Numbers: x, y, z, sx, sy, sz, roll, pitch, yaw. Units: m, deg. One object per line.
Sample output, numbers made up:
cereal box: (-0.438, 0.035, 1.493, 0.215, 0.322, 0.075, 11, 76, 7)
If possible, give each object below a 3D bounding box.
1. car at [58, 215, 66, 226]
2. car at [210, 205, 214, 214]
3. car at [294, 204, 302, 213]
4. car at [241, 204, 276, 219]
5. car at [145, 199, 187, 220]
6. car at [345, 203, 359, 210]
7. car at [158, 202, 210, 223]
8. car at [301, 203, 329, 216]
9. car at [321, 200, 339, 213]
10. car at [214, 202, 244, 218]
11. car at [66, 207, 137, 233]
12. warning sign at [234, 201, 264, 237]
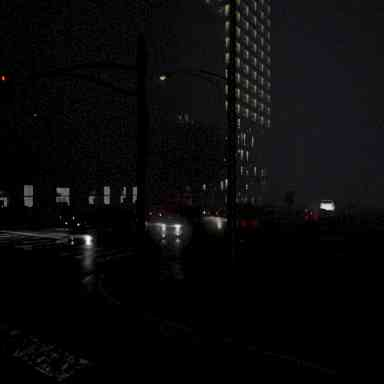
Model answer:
car: (-7.652, 1.921, 25.239, 1.895, 1.301, 4.718, 0, -1, 33)
car: (3.169, 2.278, 42.004, 1.895, 1.301, 4.718, 0, -1, 33)
car: (17.397, 2.515, 51.761, 2.033, 1.411, 5.357, 0, -1, 33)
car: (7.433, 2.241, 36.270, 1.895, 1.301, 4.718, 0, -1, 33)
car: (-2.357, 1.717, 33.451, 2.150, 2.045, 5.566, 0, -1, 33)
car: (31.513, 2.837, 65.705, 1.812, 1.442, 4.674, 0, -1, 33)
car: (-0.580, 1.972, 30.210, 1.837, 1.490, 4.892, 0, -1, 33)
car: (16.535, 2.456, 44.487, 1.895, 1.301, 4.718, 0, -1, 33)
car: (21.950, 2.254, 52.973, 2.150, 2.045, 5.566, 0, -1, 33)
car: (4.824, 1.998, 38.579, 2.097, 1.767, 4.553, 0, -1, 33)
car: (-5.635, 1.805, 22.374, 1.837, 1.490, 4.892, 0, -1, 33)
warning sign: (3.156, 1.454, 18.534, 1.300, 1.860, 1.060, 1, 1, 33)
